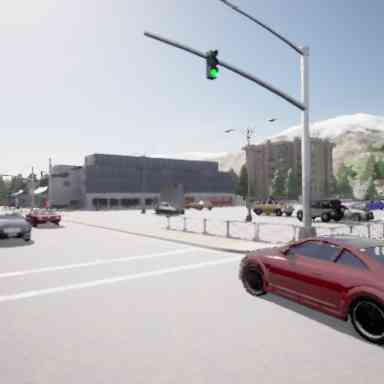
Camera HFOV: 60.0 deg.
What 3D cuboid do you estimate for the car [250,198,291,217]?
[{"bbox_3d":[8.814,1.678,36.137,1.932,1.855,4.605,0,-1,-36],"label":"car"}]

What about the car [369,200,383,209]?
[{"bbox_3d":[27.470,1.933,48.648,1.845,1.501,3.633,0,-1,-36],"label":"car"}]

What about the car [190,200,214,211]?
[{"bbox_3d":[1.199,2.065,52.072,2.152,1.636,5.027,0,-1,-36],"label":"car"}]

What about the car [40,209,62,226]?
[{"bbox_3d":[-12.082,2.030,26.841,1.895,1.301,4.718,0,-1,-36],"label":"car"}]

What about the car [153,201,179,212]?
[{"bbox_3d":[-3.818,2.124,48.056,1.970,1.475,3.806,0,-1,-36],"label":"car"}]

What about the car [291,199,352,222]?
[{"bbox_3d":[10.747,1.504,27.834,1.905,1.878,3.866,0,-1,-36],"label":"car"}]

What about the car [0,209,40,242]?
[{"bbox_3d":[-9.705,1.743,17.359,2.128,1.511,4.902,0,-1,-36],"label":"car"}]

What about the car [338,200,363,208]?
[{"bbox_3d":[30.774,2.228,64.574,1.970,1.475,3.806,0,-1,-36],"label":"car"}]

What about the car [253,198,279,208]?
[{"bbox_3d":[13.694,2.049,61.586,1.932,1.855,4.605,0,-1,-36],"label":"car"}]

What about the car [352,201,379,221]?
[{"bbox_3d":[13.804,1.783,29.278,1.970,1.475,3.806,0,-1,-36],"label":"car"}]

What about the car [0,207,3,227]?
[{"bbox_3d":[-16.941,1.985,27.475,1.837,1.490,4.892,0,0,-35],"label":"car"}]

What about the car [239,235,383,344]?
[{"bbox_3d":[2.795,1.549,6.661,1.994,1.385,4.181,0,0,-29],"label":"car"}]

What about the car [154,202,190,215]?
[{"bbox_3d":[-2.668,2.050,40.196,2.007,1.523,4.514,0,-1,-36],"label":"car"}]

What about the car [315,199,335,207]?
[{"bbox_3d":[28.854,2.362,72.336,1.845,1.501,3.633,0,-1,-36],"label":"car"}]
